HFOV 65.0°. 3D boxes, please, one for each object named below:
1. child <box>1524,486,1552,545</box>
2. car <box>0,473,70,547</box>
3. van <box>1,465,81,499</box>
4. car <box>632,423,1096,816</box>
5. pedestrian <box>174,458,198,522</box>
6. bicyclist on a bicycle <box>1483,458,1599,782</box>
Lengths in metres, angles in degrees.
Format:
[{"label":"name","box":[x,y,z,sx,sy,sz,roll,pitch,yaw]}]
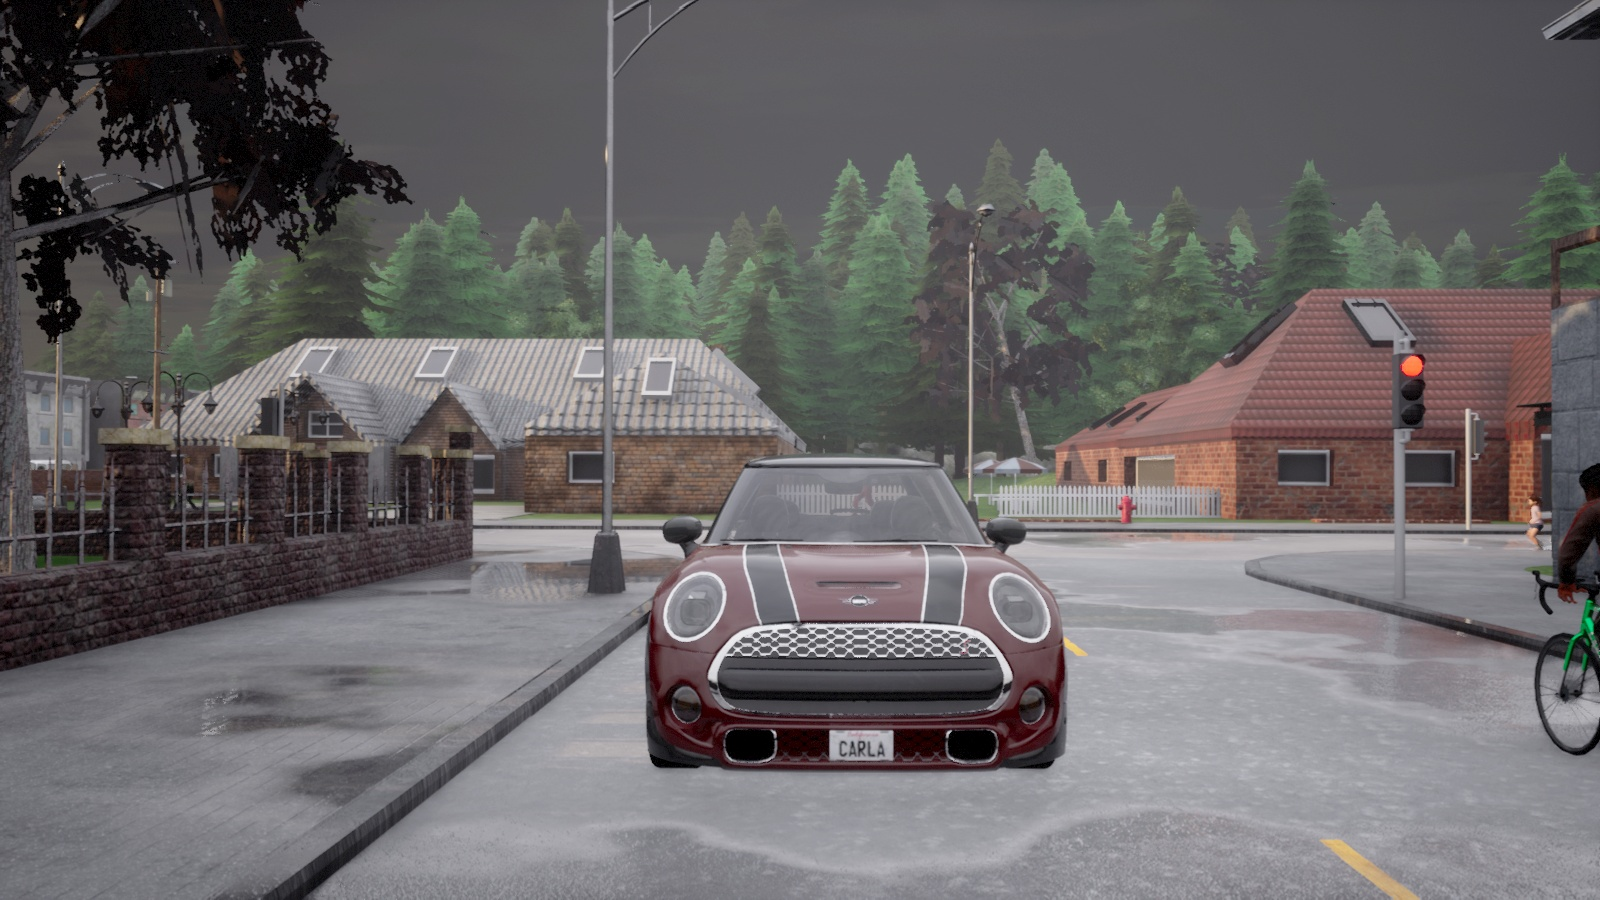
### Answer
[{"label":"child","box":[13.959,1.230,23.762,0.394,1.110,0.255,-1,-1,18]},{"label":"car","box":[-18.581,1.271,27.059,4.514,1.525,2.007,0,-1,0]},{"label":"van","box":[-46.890,1.978,77.696,2.069,2.038,4.480,0,-1,2]},{"label":"car","box":[0.269,0.799,7.965,2.097,1.767,4.553,0,-1,-1]},{"label":"pedestrian","box":[-18.014,1.166,36.835,0.634,1.846,0.331,-1,-1,29]},{"label":"bicyclist on a bicycle","box":[4.292,0.855,6.547,0.582,1.620,1.656,0,-1,2]}]
